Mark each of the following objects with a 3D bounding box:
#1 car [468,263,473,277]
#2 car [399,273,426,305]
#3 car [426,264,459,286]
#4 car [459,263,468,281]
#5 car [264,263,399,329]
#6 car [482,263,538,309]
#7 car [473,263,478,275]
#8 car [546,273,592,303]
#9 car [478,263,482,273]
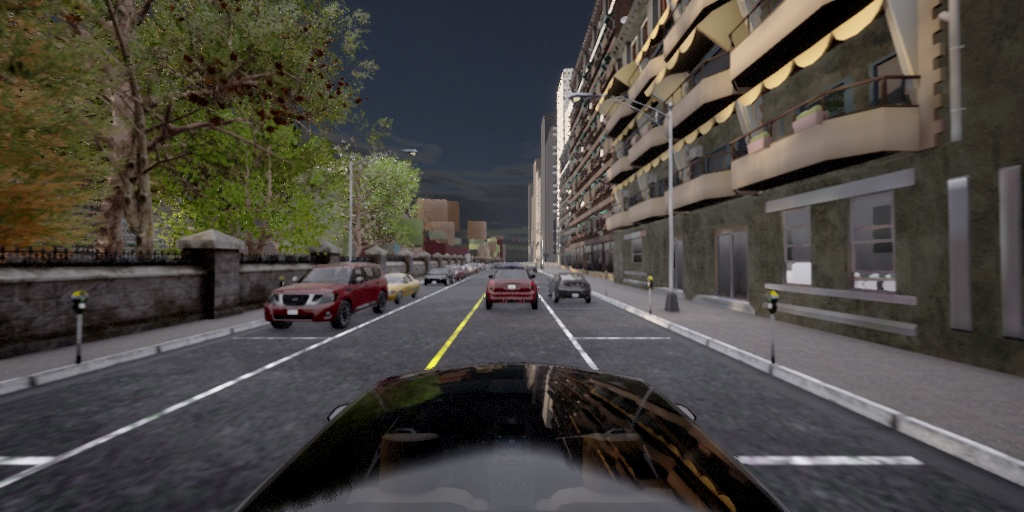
[{"bbox_3d":[-5.704,1.694,39.500,1.802,1.307,4.207,0,0,0],"label":"car"},{"bbox_3d":[-5.697,1.422,17.177,1.751,1.417,4.829,0,0,0],"label":"car"},{"bbox_3d":[-5.701,1.569,28.424,1.948,1.339,4.313,0,0,0],"label":"car"},{"bbox_3d":[-5.702,1.497,33.962,1.967,1.591,4.097,0,0,0],"label":"car"},{"bbox_3d":[-5.695,1.159,11.809,2.192,1.841,5.009,0,0,0],"label":"car"},{"bbox_3d":[-0.003,1.234,15.937,2.097,1.767,4.553,0,-1,0],"label":"car"},{"bbox_3d":[-5.706,1.692,44.868,1.751,1.417,4.829,0,0,0],"label":"car"},{"bbox_3d":[2.683,1.447,17.352,2.007,1.370,4.403,0,0,0],"label":"car"},{"bbox_3d":[-5.708,1.661,50.578,1.967,1.591,4.097,0,0,0],"label":"car"}]
